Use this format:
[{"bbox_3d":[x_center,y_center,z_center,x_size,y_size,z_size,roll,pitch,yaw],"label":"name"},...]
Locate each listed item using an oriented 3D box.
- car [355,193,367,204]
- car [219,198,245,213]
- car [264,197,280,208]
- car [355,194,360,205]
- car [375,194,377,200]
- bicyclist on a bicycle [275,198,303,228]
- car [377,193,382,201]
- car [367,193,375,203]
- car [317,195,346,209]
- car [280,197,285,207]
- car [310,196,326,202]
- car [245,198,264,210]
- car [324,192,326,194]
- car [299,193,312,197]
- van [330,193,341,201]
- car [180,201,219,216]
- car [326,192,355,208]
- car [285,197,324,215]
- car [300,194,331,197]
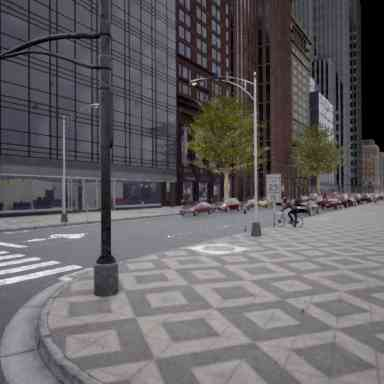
[{"bbox_3d":[26.732,1.118,54.702,2.192,1.841,5.009,0,0,35],"label":"car"},{"bbox_3d":[3.727,1.367,36.315,1.967,1.590,4.097,0,0,35],"label":"car"},{"bbox_3d":[10.026,1.427,45.466,1.752,1.417,4.829,0,0,35],"label":"car"},{"bbox_3d":[23.536,1.378,50.057,1.947,1.339,4.313,0,0,35],"label":"car"},{"bbox_3d":[36.421,1.303,68.776,1.752,1.417,4.829,-1,0,35],"label":"car"},{"bbox_3d":[5.315,1.177,18.363,1.656,1.620,0.582,-1,0,35],"label":"bicyclist on a bicycle"},{"bbox_3d":[42.718,1.359,77.925,1.802,1.307,4.206,-1,0,35],"label":"car"},{"bbox_3d":[33.127,1.100,63.993,2.192,1.841,5.009,0,0,35],"label":"car"},{"bbox_3d":[17.141,1.377,40.768,1.887,1.381,4.507,0,0,35],"label":"car"},{"bbox_3d":[13.321,1.456,50.252,1.947,1.339,4.313,0,0,35],"label":"car"},{"bbox_3d":[26.112,1.419,68.834,1.947,1.339,4.313,0,0,35],"label":"car"},{"bbox_3d":[6.926,1.495,40.961,1.802,1.307,4.206,0,0,35],"label":"car"},{"bbox_3d":[22.260,1.052,52.739,2.150,2.045,5.566,-1,0,35],"label":"car"},{"bbox_3d":[19.715,1.416,59.543,1.887,1.381,4.507,0,0,35],"label":"car"},{"bbox_3d":[35.701,1.186,82.770,1.690,1.788,3.998,-1,0,35],"label":"van"},{"bbox_3d":[0.531,1.525,31.670,1.802,1.307,4.206,0,0,35],"label":"car"},{"bbox_3d":[20.337,1.137,45.413,2.192,1.841,5.009,0,0,35],"label":"car"},{"bbox_3d":[10.747,1.424,31.478,1.947,1.339,4.313,0,0,35],"label":"car"},{"bbox_3d":[16.572,1.340,44.474,2.128,1.511,4.902,-1,0,35],"label":"car"}]
